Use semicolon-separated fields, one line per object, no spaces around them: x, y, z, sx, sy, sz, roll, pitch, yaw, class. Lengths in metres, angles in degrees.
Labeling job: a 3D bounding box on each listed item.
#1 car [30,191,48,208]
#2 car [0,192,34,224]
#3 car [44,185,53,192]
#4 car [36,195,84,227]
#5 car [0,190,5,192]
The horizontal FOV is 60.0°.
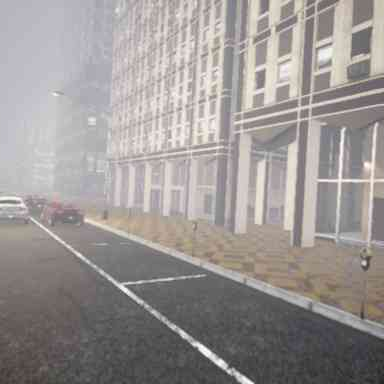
-13.552;0.842;28.849;2.008;1.369;4.403;3;0;-32;car
-10.531;0.966;19.124;1.812;1.442;4.674;3;0;-32;car
-35.952;-0.795;86.950;5.009;1.841;2.192;2;2;-33;car
-7.532;1.157;19.294;1.887;1.381;4.507;3;0;-32;car
-20.094;0.458;34.324;1.812;1.442;4.674;3;0;-32;car
